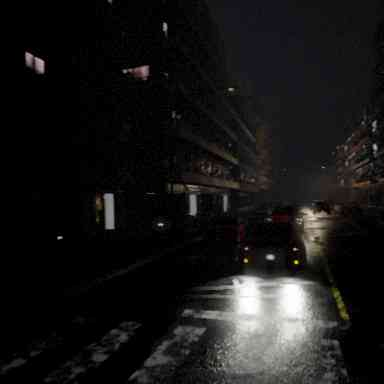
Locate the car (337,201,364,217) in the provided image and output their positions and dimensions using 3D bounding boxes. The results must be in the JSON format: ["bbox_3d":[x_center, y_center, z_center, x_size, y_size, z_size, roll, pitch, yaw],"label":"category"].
[{"bbox_3d":[16.291,1.750,33.904,1.752,1.417,4.829,-2,-1,18],"label":"car"}]

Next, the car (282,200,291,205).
[{"bbox_3d":[24.164,2.680,84.946,1.947,1.339,4.313,-2,-1,18],"label":"car"}]

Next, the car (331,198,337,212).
[{"bbox_3d":[19.821,1.876,44.706,1.752,1.417,4.829,-2,-1,18],"label":"car"}]

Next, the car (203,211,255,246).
[{"bbox_3d":[1.821,1.862,16.994,1.887,1.381,4.507,-2,-1,18],"label":"car"}]

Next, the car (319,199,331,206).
[{"bbox_3d":[28.595,2.220,71.549,2.008,1.369,4.403,-2,-1,18],"label":"car"}]

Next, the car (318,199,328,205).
[{"bbox_3d":[30.413,2.262,77.112,1.752,1.417,4.829,-2,-1,18],"label":"car"}]

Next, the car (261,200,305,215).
[{"bbox_3d":[5.569,1.609,19.744,2.097,1.767,4.553,-2,-1,18],"label":"car"}]

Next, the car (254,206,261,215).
[{"bbox_3d":[6.513,2.026,30.936,2.008,1.369,4.403,-2,-1,18],"label":"car"}]

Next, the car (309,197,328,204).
[{"bbox_3d":[18.406,1.985,49.042,2.128,1.511,4.902,-2,-1,18],"label":"car"}]

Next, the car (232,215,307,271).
[{"bbox_3d":[2.896,1.726,11.537,1.994,1.385,4.181,-2,-1,18],"label":"car"}]

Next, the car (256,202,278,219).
[{"bbox_3d":[8.275,1.978,36.339,1.967,1.590,4.097,-2,-1,18],"label":"car"}]

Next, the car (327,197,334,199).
[{"bbox_3d":[25.058,1.856,60.752,2.192,1.841,5.009,-2,-1,18],"label":"car"}]

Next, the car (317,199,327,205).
[{"bbox_3d":[32.125,2.344,82.351,1.887,1.381,4.507,-2,-1,18],"label":"car"}]

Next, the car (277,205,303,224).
[{"bbox_3d":[8.650,1.930,29.130,1.994,1.385,4.181,-2,-1,18],"label":"car"}]

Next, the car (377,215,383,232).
[{"bbox_3d":[11.044,1.575,17.510,1.887,1.381,4.507,-2,-1,18],"label":"car"}]

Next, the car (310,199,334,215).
[{"bbox_3d":[15.215,1.880,39.114,1.837,1.490,4.892,-2,-1,19],"label":"car"}]
